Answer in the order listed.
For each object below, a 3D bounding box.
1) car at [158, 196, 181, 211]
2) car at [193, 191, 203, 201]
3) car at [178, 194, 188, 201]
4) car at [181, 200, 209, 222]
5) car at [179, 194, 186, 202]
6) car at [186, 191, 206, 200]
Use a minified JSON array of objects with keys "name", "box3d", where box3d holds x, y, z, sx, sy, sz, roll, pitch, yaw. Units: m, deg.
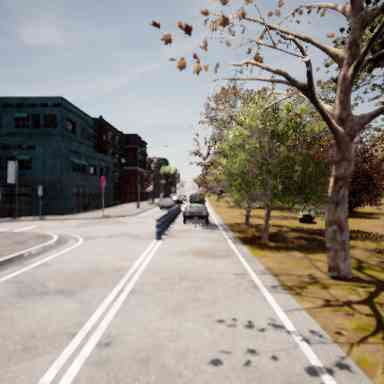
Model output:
[{"name":"car","box3d":[-2.876,1.445,40.245,2.033,1.411,5.357,0,0,1]},{"name":"car","box3d":[1.481,0.878,77.825,2.150,2.045,5.566,0,1,1]},{"name":"car","box3d":[-1.936,1.166,71.450,1.882,1.535,5.008,0,0,2]},{"name":"car","box3d":[0.299,1.562,25.589,1.895,1.301,4.718,0,0,1]},{"name":"car","box3d":[-2.427,1.408,55.900,1.895,1.301,4.718,0,0,2]},{"name":"car","box3d":[0.717,1.086,46.143,2.150,2.045,5.566,0,0,1]}]
